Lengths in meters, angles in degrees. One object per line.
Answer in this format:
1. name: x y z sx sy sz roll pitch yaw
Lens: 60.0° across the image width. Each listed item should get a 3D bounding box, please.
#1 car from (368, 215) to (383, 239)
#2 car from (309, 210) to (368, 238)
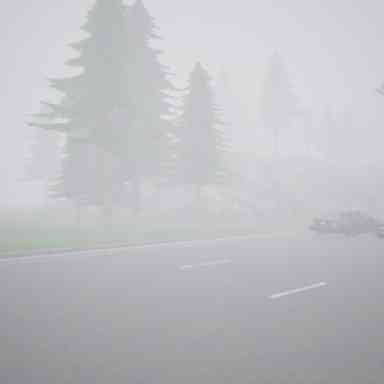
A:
1. car: 10.836 1.699 15.792 5.357 1.411 2.033 1 0 -36
2. car: 8.797 1.699 18.636 5.357 1.411 2.033 1 0 -36
